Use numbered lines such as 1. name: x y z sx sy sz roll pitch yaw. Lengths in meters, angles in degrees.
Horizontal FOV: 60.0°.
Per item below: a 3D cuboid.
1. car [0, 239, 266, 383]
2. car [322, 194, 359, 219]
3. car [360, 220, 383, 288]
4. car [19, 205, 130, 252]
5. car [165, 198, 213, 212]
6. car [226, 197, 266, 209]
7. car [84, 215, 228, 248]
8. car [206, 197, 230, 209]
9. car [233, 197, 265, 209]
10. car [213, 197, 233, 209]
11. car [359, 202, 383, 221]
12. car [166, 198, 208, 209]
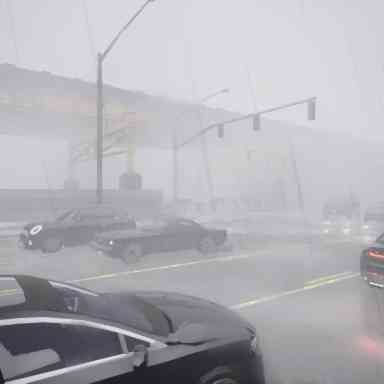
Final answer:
1. car: -1.495 1.491 2.688 4.902 1.511 2.128 0 0 -35
2. car: 13.182 1.220 29.145 2.150 2.045 5.566 -1 0 37
3. car: 5.937 1.505 7.970 4.892 1.490 1.837 0 0 -35
4. car: -4.519 1.352 13.664 4.553 1.767 2.097 0 0 -35
5. car: -0.490 1.453 38.042 4.974 1.542 2.038 0 0 8
6. car: 7.185 1.452 44.463 4.974 1.542 2.038 0 0 -7
7. car: -1.074 1.601 11.784 4.718 1.301 1.895 0 0 -35
8. car: 3.279 1.295 40.765 1.853 1.218 4.536 0 0 18
9. car: 7.133 1.295 44.457 4.536 1.218 1.853 0 0 -7
10. car: 3.263 1.453 40.715 2.038 1.542 4.974 0 0 18
11. car: 14.237 1.477 24.862 1.882 1.535 5.008 0 0 38
12. car: -0.542 1.295 38.049 4.536 1.218 1.853 0 0 8
